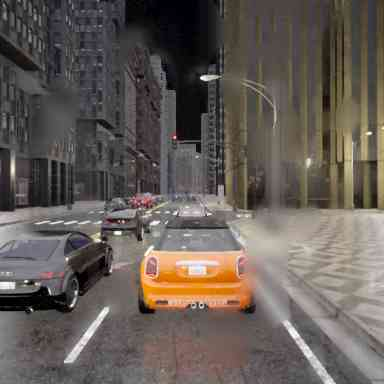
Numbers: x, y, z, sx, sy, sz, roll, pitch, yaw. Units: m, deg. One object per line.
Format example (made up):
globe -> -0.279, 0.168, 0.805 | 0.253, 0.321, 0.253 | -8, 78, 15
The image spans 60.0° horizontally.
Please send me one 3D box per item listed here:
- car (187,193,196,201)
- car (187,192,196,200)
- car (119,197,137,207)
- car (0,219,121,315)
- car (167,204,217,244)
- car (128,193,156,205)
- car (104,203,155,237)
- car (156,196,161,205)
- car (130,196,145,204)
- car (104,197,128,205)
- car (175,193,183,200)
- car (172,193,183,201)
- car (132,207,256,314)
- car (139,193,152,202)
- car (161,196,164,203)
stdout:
car -> -0.085, 1.342, 74.321 | 1.812, 1.442, 4.674 | 0, 0, 0
car -> -0.097, 0.979, 84.295 | 2.097, 1.767, 4.553 | 0, 0, 0
car -> -9.905, 1.470, 51.588 | 1.994, 1.385, 4.181 | 0, 0, 0
car -> -3.164, 1.562, 7.674 | 1.994, 1.385, 4.181 | 0, 0, 0
car -> 0.013, 1.480, 16.777 | 2.128, 1.511, 4.902 | 0, 0, 1
car -> -6.623, 1.150, 44.790 | 2.150, 2.045, 5.566 | 0, 0, 2
car -> -3.166, 1.493, 16.570 | 1.837, 1.490, 4.892 | 0, 0, 0
car -> -6.648, 1.420, 54.941 | 1.812, 1.442, 4.674 | 0, 0, 0
car -> -9.888, 1.476, 60.290 | 1.895, 1.301, 4.718 | 0, 0, 0
car -> -9.897, 1.440, 42.675 | 1.837, 1.490, 4.892 | 0, 0, 0
car -> -3.347, 1.123, 84.322 | 1.837, 1.490, 4.892 | 0, 0, 0
car -> -3.335, 1.173, 74.286 | 2.097, 1.767, 4.553 | 0, 0, 0
car -> 0.095, 1.349, 7.771 | 2.097, 1.767, 4.553 | 0, 0, 0
car -> -9.832, 1.195, 70.400 | 2.097, 1.767, 4.553 | 0, 0, 0
car -> -6.608, 1.404, 65.552 | 2.033, 1.411, 5.357 | 0, 0, 1
